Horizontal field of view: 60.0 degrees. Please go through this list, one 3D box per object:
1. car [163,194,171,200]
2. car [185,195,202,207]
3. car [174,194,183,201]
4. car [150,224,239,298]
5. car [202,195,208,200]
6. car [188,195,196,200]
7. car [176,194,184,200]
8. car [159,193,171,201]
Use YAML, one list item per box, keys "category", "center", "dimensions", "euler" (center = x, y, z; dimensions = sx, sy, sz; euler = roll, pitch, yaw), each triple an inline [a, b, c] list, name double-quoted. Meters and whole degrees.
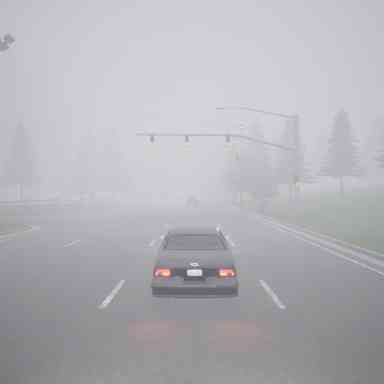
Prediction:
- category: "car"
  center: [-6.954, 1.385, 93.799]
  dimensions: [1.994, 1.385, 4.181]
  euler: [0, 0, 0]
- category: "car"
  center: [0.023, 1.352, 52.733]
  dimensions: [2.097, 1.767, 4.553]
  euler: [0, 0, 0]
- category: "car"
  center: [-3.459, 1.516, 83.794]
  dimensions: [1.812, 1.442, 4.674]
  euler: [0, 0, 0]
- category: "car"
  center: [0.070, 1.547, 8.694]
  dimensions: [2.033, 1.411, 5.357]
  euler: [0, 0, 0]
- category: "car"
  center: [3.546, 1.500, 94.208]
  dimensions: [1.837, 1.490, 4.892]
  euler: [0, 0, 0]
- category: "car"
  center: [0.046, 1.540, 94.209]
  dimensions: [2.033, 1.411, 5.357]
  euler: [0, 0, 0]
- category: "car"
  center: [-3.454, 1.357, 93.798]
  dimensions: [2.128, 1.511, 4.902]
  euler: [0, 0, 0]
- category: "car"
  center: [-6.959, 1.217, 83.409]
  dimensions: [2.150, 2.045, 5.566]
  euler: [0, 0, 0]
